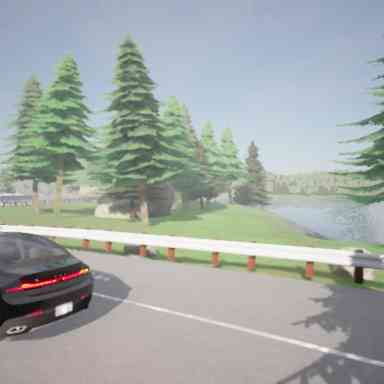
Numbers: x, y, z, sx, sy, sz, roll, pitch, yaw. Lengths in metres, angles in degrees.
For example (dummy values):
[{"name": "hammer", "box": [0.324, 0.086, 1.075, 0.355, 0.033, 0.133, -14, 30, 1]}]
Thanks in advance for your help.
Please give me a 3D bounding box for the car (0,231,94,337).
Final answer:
[{"name": "car", "box": [-3.984, 1.491, 6.156, 4.892, 1.490, 1.837, 0, 0, 30]}]
